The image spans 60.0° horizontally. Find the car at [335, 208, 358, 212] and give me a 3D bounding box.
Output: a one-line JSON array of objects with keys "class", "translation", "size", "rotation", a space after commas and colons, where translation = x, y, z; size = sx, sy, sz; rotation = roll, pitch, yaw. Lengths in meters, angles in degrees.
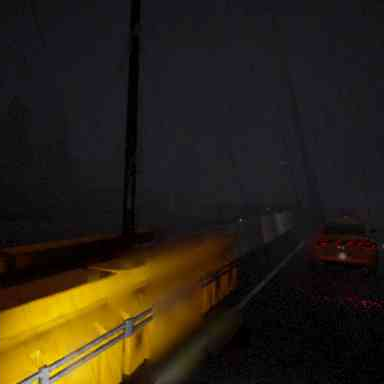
[{"class": "car", "translation": [13.306, 2.080, 28.667], "size": [1.994, 1.385, 4.181], "rotation": [2, 0, 25]}]

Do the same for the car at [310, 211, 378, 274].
[{"class": "car", "translation": [5.295, 1.684, 11.604], "size": [1.882, 1.535, 5.008], "rotation": [2, 0, 25]}]
